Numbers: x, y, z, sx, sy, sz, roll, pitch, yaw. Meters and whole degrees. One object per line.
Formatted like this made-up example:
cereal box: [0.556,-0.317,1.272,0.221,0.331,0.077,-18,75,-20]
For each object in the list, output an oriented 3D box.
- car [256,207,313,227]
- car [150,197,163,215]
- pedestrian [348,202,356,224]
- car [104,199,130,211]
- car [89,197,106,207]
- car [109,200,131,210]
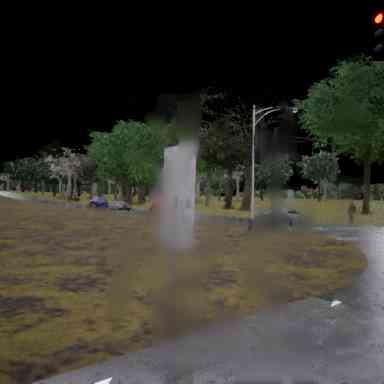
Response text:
car: [6.541,1.736,23.888,1.994,1.385,4.181,2,-2,-32]
car: [-2.670,1.599,37.057,2.150,2.045,5.566,3,-2,-35]
pedestrian: [13.339,1.718,27.808,0.375,1.860,0.375,2,-1,-36]
car: [-10.496,2.053,47.938,1.994,1.385,4.181,3,-2,-35]
car: [-18.387,1.964,65.212,2.150,2.045,5.566,3,-2,-36]
car: [-12.297,2.188,56.733,1.837,1.490,4.892,3,-2,-36]
